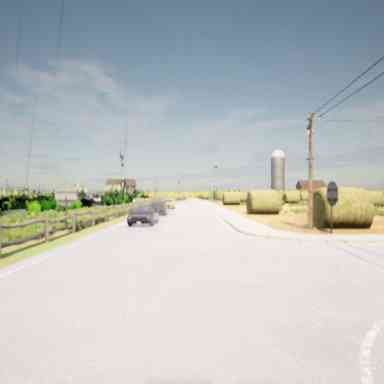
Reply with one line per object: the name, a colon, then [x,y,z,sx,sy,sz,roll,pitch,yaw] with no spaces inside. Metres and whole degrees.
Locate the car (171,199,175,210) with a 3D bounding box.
car: [-3.540,1.831,49.670,1.882,1.535,5.008,0,-1,0]

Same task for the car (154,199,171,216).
car: [-3.572,1.754,35.186,1.837,1.490,4.892,0,0,0]

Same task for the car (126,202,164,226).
car: [-3.582,1.726,25.076,2.033,1.411,5.357,0,0,0]
